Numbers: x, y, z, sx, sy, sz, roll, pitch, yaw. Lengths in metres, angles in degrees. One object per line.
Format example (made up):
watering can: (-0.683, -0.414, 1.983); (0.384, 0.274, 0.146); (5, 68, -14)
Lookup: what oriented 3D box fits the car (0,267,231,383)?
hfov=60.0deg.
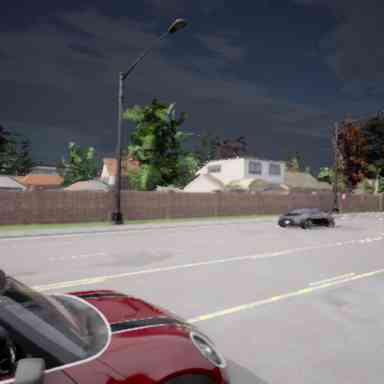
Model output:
car: (-1.843, 1.350, 2.432); (4.553, 1.767, 2.097); (1, 0, -36)

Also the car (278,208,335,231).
car: (7.722, 1.756, 22.399); (4.181, 1.385, 1.994); (1, 0, -35)
